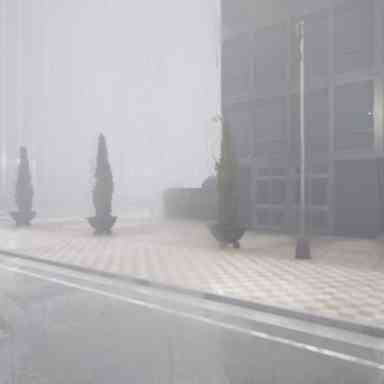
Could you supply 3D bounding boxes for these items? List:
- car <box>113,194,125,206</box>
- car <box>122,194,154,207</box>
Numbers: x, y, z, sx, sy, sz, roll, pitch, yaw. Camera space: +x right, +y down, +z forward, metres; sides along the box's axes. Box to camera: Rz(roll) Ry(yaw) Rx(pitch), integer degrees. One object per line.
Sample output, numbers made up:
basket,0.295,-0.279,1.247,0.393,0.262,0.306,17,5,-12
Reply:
car,-11.297,1.305,56.104,2.150,2.045,5.566,0,0,35
car,-8.382,1.566,54.189,2.128,1.511,4.902,0,0,35
